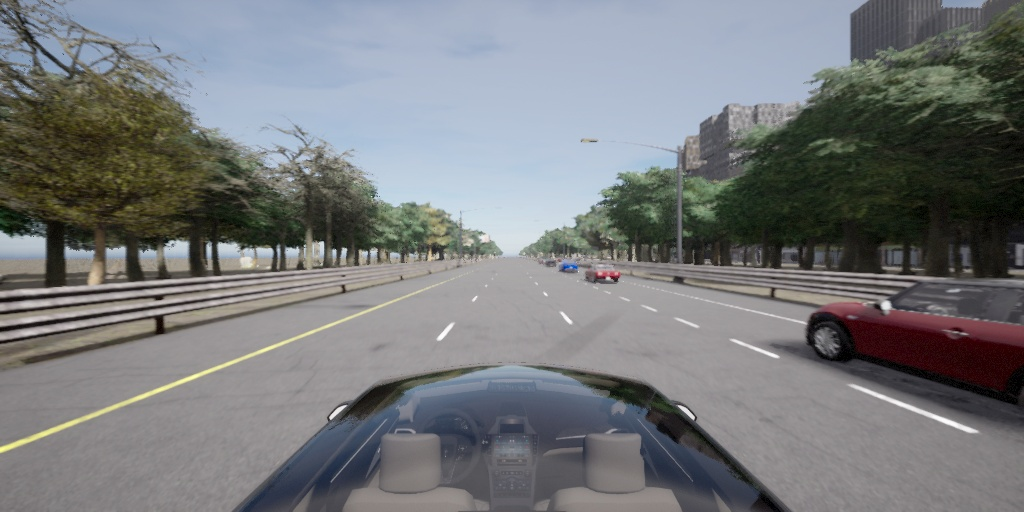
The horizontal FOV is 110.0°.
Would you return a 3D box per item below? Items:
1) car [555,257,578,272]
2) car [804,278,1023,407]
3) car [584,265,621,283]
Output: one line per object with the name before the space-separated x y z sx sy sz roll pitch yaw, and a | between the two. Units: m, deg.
car | 7.058 1.240 45.401 1.882 1.535 5.008 0 0 0
car | 6.999 1.105 5.405 2.097 1.767 4.553 0 0 0
car | 7.028 1.360 28.431 1.895 1.301 4.718 0 0 0
